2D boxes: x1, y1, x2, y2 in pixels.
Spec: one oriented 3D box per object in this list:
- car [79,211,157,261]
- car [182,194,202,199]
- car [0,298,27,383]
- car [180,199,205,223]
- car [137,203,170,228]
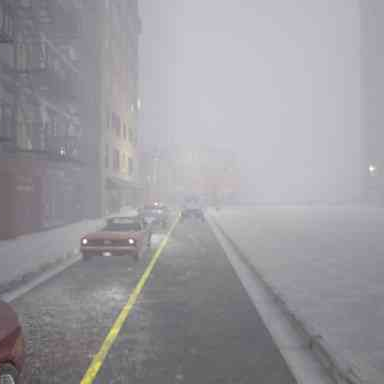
[{"bbox_3d":[-2.601,1.617,12.456,1.895,1.301,4.718,0,0,0],"label":"car"},{"bbox_3d":[0.022,1.290,39.034,2.150,2.045,5.566,0,0,1],"label":"car"},{"bbox_3d":[-2.606,1.528,1.667,1.812,1.442,4.674,0,0,0],"label":"car"},{"bbox_3d":[0.044,1.565,26.166,1.812,1.442,4.674,0,0,0],"label":"car"},{"bbox_3d":[-2.513,1.524,22.338,2.128,1.511,4.902,0,0,0],"label":"car"}]
